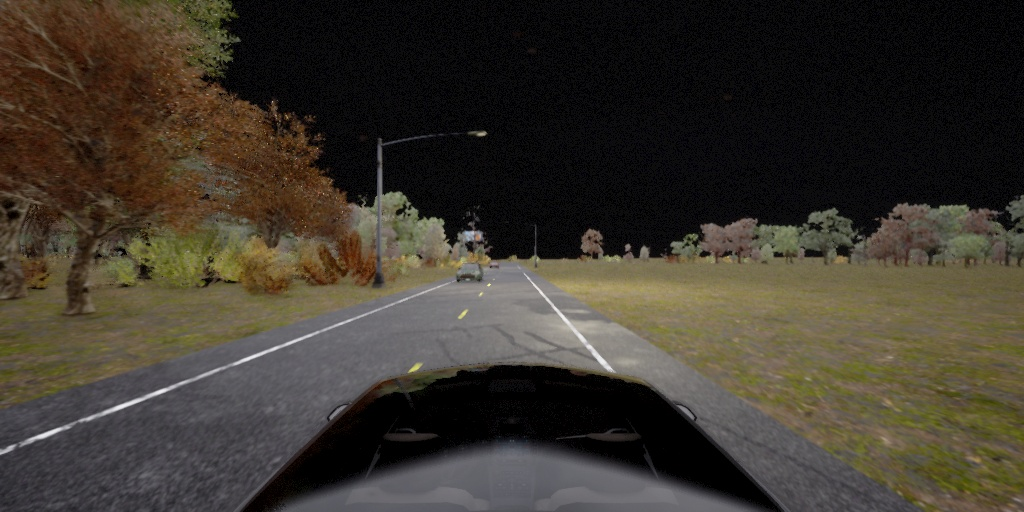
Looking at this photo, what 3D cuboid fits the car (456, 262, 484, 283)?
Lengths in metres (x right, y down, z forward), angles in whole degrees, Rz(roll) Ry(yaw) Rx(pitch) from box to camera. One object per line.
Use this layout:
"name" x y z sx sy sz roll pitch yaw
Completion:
"car" -3.610 1.377 31.514 2.097 1.767 4.553 0 -1 0
